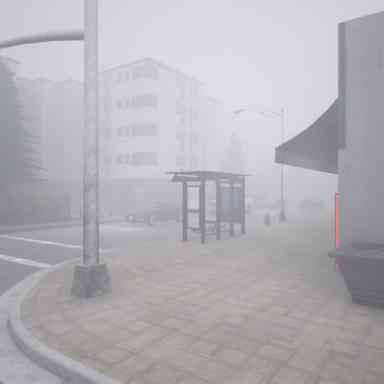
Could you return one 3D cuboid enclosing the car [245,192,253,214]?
[{"bbox_3d":[3.578,1.045,30.347,2.150,2.045,5.566,0,0,36],"label":"car"}]

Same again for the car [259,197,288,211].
[{"bbox_3d":[9.521,1.301,38.562,1.882,1.535,5.008,0,0,36],"label":"car"}]

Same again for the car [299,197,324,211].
[{"bbox_3d":[13.751,1.329,38.192,1.837,1.490,4.892,0,0,36],"label":"car"}]

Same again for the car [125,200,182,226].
[{"bbox_3d":[-2.307,1.328,22.164,1.837,1.490,4.892,0,0,36],"label":"car"}]
